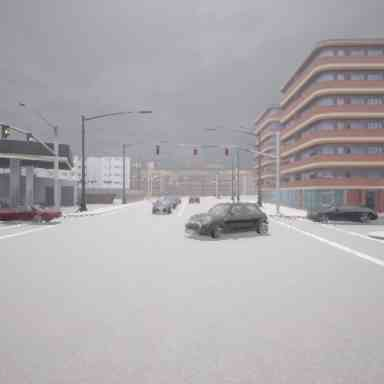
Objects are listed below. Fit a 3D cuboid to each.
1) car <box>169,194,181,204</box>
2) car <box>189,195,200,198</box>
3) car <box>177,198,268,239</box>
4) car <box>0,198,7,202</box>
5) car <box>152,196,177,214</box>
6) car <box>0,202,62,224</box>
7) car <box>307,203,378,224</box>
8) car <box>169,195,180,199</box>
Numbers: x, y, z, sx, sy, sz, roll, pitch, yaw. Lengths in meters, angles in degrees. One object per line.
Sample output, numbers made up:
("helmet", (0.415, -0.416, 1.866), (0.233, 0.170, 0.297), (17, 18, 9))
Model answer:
("car", (-3.208, 1.352, 65.098), (2.097, 1.767, 4.553), (0, 0, 0))
("car", (0.430, 1.354, 66.095), (2.097, 1.767, 4.553), (0, 0, 0))
("car", (1.817, 1.352, 17.381), (4.553, 1.767, 2.097), (0, 0, -34))
("car", (-23.943, 1.456, 39.401), (3.806, 1.475, 1.970), (0, 0, 1))
("car", (-3.076, 1.491, 35.209), (2.128, 1.511, 4.902), (0, 0, 0))
("car", (-12.027, 1.601, 23.926), (4.718, 1.301, 1.895), (0, 0, 1))
("car", (10.722, 1.525, 23.889), (4.674, 1.442, 1.812), (0, 0, 5))
("car", (-3.133, 1.352, 44.927), (2.097, 1.767, 4.553), (0, 0, 0))
